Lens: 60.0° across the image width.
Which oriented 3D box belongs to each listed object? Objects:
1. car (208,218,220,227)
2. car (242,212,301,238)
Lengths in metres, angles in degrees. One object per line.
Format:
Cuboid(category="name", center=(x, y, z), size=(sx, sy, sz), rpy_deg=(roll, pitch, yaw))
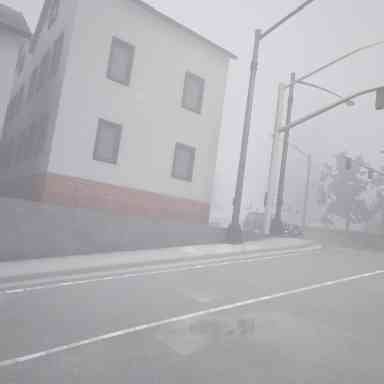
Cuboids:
Cuboid(category="car", center=(0.977, 3.291, 37.918), size=(2.033, 1.411, 5.357), rpy_deg=(12, -7, -35))
Cuboid(category="car", center=(6.981, 2.946, 29.609), size=(2.150, 2.045, 5.566), rpy_deg=(12, -7, -35))
